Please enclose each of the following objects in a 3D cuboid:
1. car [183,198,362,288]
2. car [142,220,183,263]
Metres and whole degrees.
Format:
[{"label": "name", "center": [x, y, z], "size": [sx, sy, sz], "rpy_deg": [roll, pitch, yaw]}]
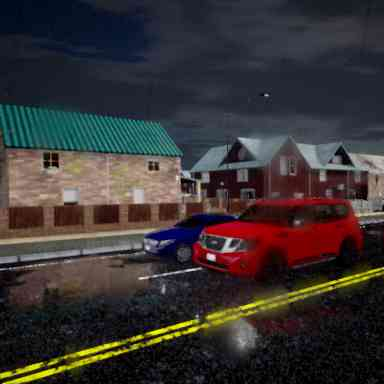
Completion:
[{"label": "car", "center": [2.706, 1.220, 9.640], "size": [5.566, 2.045, 2.150], "rpy_deg": [0, 0, -36]}, {"label": "car", "center": [0.469, 1.524, 12.035], "size": [4.674, 1.442, 1.812], "rpy_deg": [0, 0, -36]}]
